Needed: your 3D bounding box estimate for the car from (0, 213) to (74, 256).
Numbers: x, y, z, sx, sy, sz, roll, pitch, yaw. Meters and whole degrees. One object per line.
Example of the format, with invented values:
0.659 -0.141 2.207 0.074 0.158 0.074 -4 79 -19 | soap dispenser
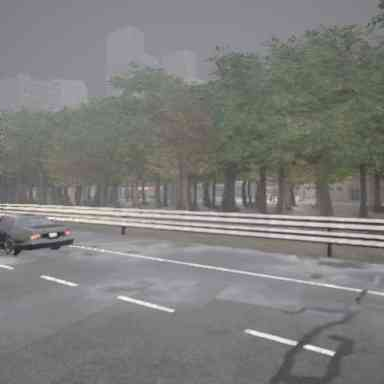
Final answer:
-6.909 1.555 13.103 5.357 1.411 2.033 0 0 36 | car
